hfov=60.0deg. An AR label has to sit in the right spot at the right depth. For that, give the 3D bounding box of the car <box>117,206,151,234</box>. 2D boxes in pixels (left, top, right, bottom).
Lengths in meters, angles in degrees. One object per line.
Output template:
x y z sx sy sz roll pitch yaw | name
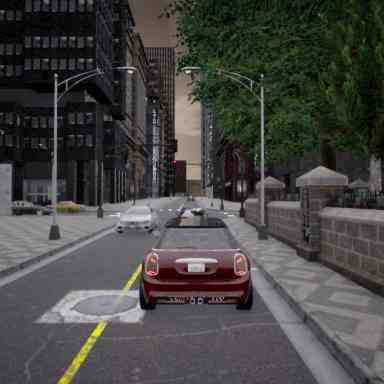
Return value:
-3.067 1.543 19.450 1.812 1.442 4.674 0 0 0 | car

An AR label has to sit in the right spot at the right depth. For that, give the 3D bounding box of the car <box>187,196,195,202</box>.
-0.288 1.725 81.283 1.812 1.442 4.674 0 0 0 | car

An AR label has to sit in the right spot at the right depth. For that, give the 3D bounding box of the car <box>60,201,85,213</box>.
-14.906 1.676 38.543 4.829 1.417 1.752 0 -1 0 | car

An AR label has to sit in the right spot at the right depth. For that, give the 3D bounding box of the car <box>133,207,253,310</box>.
0.070 1.357 7.985 2.097 1.767 4.553 0 0 0 | car

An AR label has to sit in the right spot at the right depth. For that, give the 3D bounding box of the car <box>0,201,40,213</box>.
-20.249 1.708 38.552 4.403 1.369 2.008 0 -1 0 | car

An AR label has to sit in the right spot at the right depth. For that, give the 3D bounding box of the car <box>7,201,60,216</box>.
-14.744 1.518 30.019 4.403 1.369 2.008 0 -1 0 | car

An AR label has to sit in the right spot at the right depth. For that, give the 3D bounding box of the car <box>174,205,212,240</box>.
0.033 1.541 18.112 1.812 1.442 4.674 0 0 0 | car
